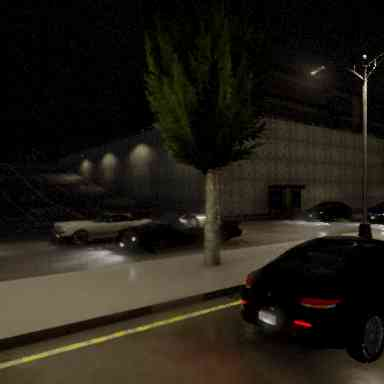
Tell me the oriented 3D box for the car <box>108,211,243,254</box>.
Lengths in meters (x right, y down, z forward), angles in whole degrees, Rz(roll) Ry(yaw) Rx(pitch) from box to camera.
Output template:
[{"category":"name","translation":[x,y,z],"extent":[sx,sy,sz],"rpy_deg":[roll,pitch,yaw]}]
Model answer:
[{"category":"car","translation":[-0.360,1.518,13.553],"extent":[5.357,1.411,2.033],"rpy_deg":[0,0,-36]}]

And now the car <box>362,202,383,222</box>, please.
[{"category":"car","translation":[14.149,1.444,23.909],"extent":[4.674,1.442,1.812],"rpy_deg":[0,0,-35]}]

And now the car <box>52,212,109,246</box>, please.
[{"category":"car","translation":[-3.861,1.568,15.358],"extent":[4.718,1.301,1.895],"rpy_deg":[0,0,-35]}]

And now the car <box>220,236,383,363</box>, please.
[{"category":"car","translation":[2.886,1.507,5.804],"extent":[4.674,1.442,1.812],"rpy_deg":[0,0,-35]}]

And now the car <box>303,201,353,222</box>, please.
[{"category":"car","translation":[10.557,1.450,25.646],"extent":[4.674,1.442,1.812],"rpy_deg":[0,0,-35]}]
